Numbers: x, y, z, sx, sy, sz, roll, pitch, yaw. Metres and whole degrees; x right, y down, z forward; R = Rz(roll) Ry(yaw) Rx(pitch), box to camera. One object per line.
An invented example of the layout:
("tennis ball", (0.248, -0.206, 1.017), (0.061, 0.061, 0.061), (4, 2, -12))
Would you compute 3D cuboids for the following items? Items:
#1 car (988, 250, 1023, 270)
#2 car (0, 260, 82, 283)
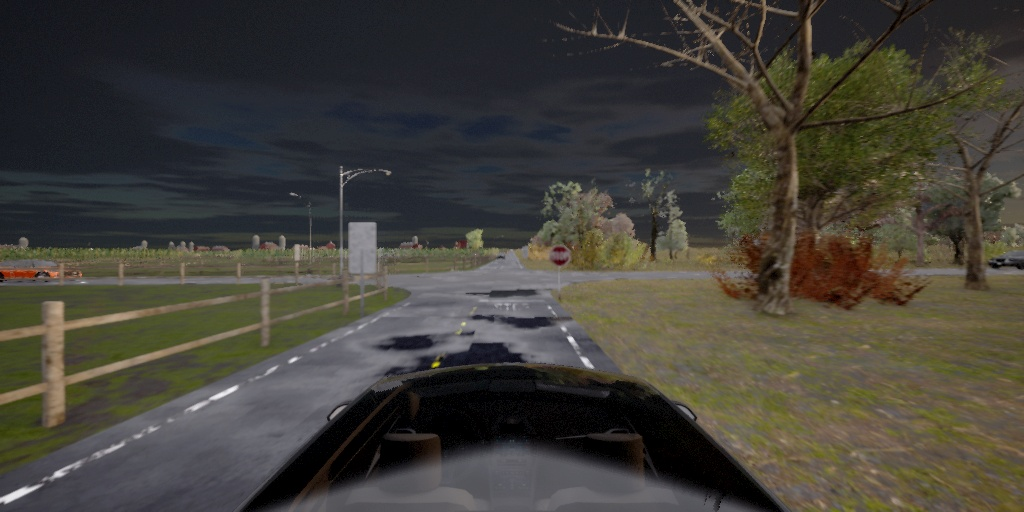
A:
("car", (52.827, 0.412, 37.063), (5.566, 2.045, 2.150), (0, 0, -5))
("car", (-35.726, 1.065, 27.075), (4.553, 1.767, 2.097), (0, 0, -4))
